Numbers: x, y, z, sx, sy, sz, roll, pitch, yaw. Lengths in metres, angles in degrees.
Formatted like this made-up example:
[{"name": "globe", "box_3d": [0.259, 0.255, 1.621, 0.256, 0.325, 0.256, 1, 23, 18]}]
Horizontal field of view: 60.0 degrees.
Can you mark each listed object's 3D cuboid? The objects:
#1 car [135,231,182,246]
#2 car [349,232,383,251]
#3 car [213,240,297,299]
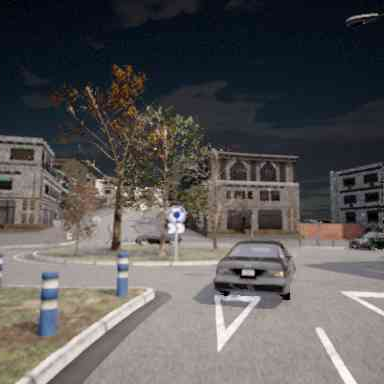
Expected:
[{"name": "car", "box_3d": [-3.480, 4.873, 34.862, 4.902, 1.511, 2.128, 1, -7, -7]}, {"name": "car", "box_3d": [16.754, 4.461, 30.599, 4.553, 1.767, 2.097, 4, -7, -18]}, {"name": "car", "box_3d": [2.079, 2.154, 9.961, 2.033, 1.411, 5.357, -2, -7, 18]}]
